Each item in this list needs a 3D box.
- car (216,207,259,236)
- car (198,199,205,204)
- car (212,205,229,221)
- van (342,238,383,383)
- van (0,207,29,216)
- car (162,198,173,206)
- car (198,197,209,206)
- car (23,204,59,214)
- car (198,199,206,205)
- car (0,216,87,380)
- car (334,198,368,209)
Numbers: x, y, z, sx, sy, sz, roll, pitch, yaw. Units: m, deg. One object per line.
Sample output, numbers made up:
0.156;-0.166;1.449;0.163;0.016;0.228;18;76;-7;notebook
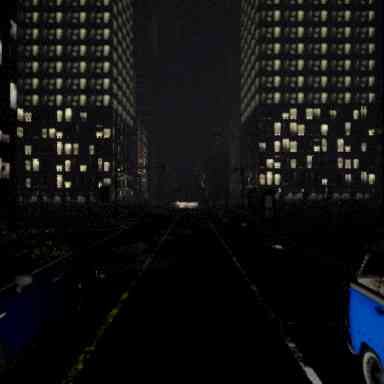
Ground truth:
2.735;1.774;19.534;1.947;1.339;4.313;-1;-1;0;car
2.496;2.485;86.749;1.802;1.307;4.206;0;-1;0;car
2.793;1.850;25.216;1.802;1.307;4.206;-1;-1;0;car
2.680;1.370;2.487;1.690;1.788;3.998;-1;-1;0;van
-5.700;1.430;8.170;1.690;1.788;3.998;-1;-1;0;van
-5.850;2.312;75.269;1.752;1.417;4.829;0;-1;0;car
2.546;2.046;69.831;2.192;1.841;5.009;0;-1;0;car
-21.661;2.346;46.631;5.357;1.411;2.033;-1;0;-1;car
2.512;2.373;81.279;1.752;1.417;4.829;0;-1;0;car
-3.100;1.403;4.625;2.097;1.767;4.553;0;-1;0;car
22.700;1.655;47.540;4.674;1.442;1.812;-1;0;-1;car
